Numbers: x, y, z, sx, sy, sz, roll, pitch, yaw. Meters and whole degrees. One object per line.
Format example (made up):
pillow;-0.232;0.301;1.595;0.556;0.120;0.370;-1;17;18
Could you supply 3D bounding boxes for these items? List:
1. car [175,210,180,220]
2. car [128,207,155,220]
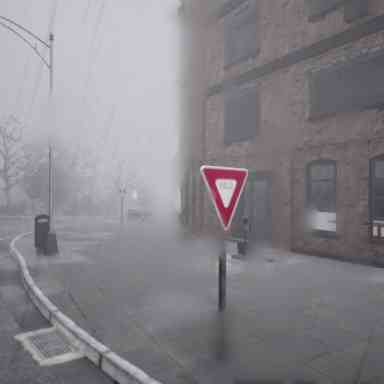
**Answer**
car;-0.599;2.806;40.630;2.002;1.452;4.674;2;-3;21
car;-6.495;2.770;42.979;1.837;1.490;4.892;0;-4;20
